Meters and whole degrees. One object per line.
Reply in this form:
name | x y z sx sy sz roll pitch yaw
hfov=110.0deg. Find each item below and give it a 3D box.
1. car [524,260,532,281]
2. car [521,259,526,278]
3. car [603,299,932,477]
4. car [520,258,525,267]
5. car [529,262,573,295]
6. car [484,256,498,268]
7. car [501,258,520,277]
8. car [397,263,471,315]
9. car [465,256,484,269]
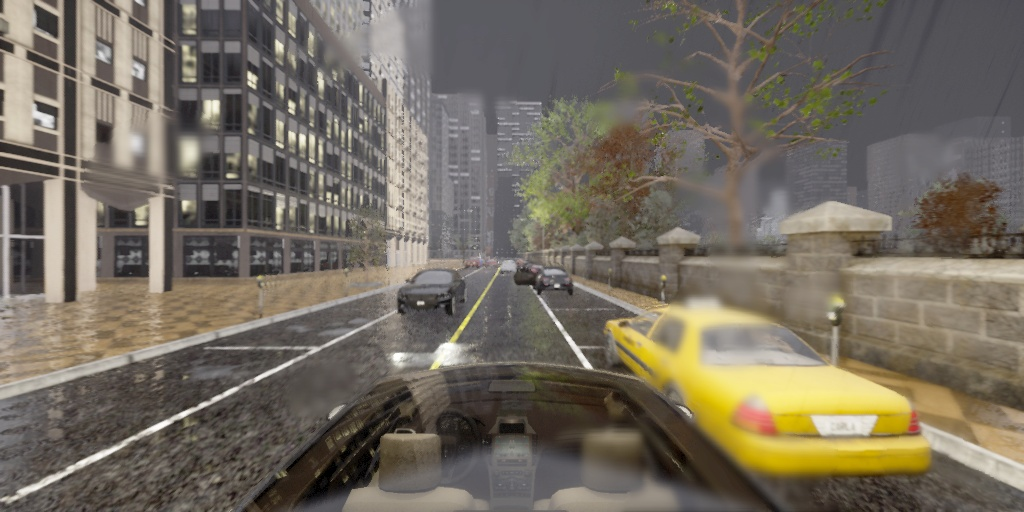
car | 2.325 1.293 32.659 1.802 1.307 4.207 0 0 -1
car | 2.261 1.268 38.208 1.948 1.339 4.313 0 0 -1
car | 2.561 1.271 5.087 1.751 1.417 4.829 0 0 0
car | 2.133 1.252 49.308 1.948 1.339 4.313 0 0 -1
car | 2.136 1.255 19.475 1.812 1.442 4.674 0 0 -1
car | -3.288 1.226 58.485 1.812 1.442 4.674 0 0 -1
car | -0.297 1.226 40.022 1.812 1.442 4.674 0 0 0
car | -2.899 1.215 13.809 1.882 1.535 5.008 0 0 0
car | -5.957 0.994 54.865 2.192 1.841 5.009 0 0 -1
